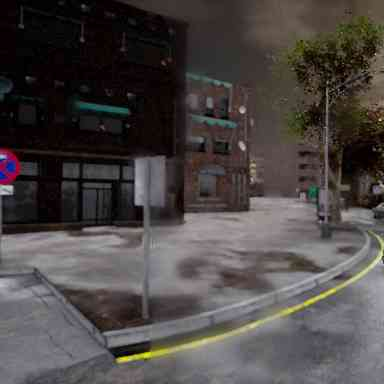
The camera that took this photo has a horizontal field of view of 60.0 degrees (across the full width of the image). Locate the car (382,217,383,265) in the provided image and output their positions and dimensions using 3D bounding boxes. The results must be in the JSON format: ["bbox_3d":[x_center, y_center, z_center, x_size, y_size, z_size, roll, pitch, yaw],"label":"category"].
[{"bbox_3d":[7.635,1.644,11.098,2.033,1.411,5.357,0,0,35],"label":"car"}]

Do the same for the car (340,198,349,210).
[{"bbox_3d":[16.848,1.334,39.983,2.128,1.511,4.902,1,1,-7],"label":"car"}]

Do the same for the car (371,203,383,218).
[{"bbox_3d":[16.533,1.603,27.644,1.837,1.490,4.892,1,0,9],"label":"car"}]
